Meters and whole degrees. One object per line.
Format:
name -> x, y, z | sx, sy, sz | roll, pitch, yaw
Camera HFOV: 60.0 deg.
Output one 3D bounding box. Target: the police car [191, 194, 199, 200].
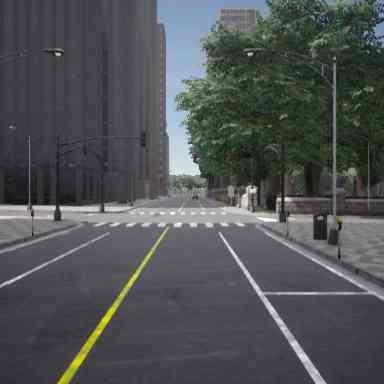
police car -> 0.900, 1.525, 93.238 | 1.930, 1.638, 5.238 | 0, 0, 0
